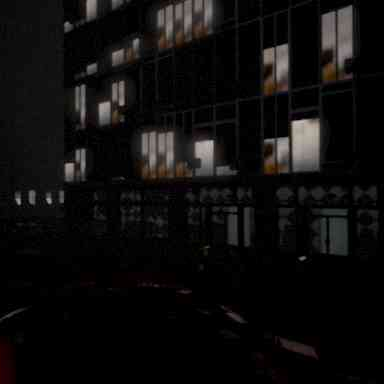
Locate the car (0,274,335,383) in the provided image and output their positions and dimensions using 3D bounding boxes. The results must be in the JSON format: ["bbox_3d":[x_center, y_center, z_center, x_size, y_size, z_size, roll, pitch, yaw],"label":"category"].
[{"bbox_3d":[-0.930,1.569,3.386,4.507,1.381,1.887,-1,0,36],"label":"car"}]

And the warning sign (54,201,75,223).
[{"bbox_3d":[-10.984,1.689,28.629,1.300,1.860,1.060,1,0,33],"label":"warning sign"}]
